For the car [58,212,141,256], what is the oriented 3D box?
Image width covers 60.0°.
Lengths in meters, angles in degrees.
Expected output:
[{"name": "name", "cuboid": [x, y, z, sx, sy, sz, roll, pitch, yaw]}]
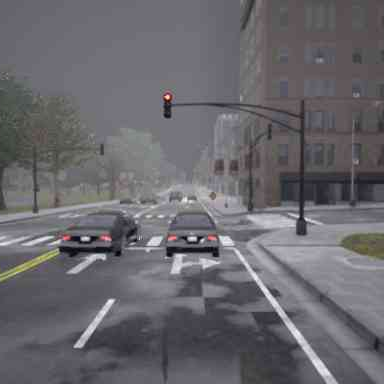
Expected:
[{"name": "car", "cuboid": [-3.214, 1.453, 12.593, 2.033, 1.411, 5.357, 0, 0, 0]}]

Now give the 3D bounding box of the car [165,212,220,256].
[{"name": "car", "cuboid": [0.035, 1.450, 12.599, 2.033, 1.411, 5.357, 0, 0, 0]}]

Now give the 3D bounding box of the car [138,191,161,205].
[{"name": "car", "cuboid": [-6.576, 0.907, 51.465, 2.150, 2.045, 5.566, 0, 0, 0]}]

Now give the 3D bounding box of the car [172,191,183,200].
[{"name": "car", "cuboid": [-3.235, 0.691, 76.232, 2.150, 2.045, 5.566, 0, 0, 0]}]

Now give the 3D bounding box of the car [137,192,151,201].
[{"name": "car", "cuboid": [-9.737, 0.931, 67.861, 2.097, 1.767, 4.553, 0, 0, 0]}]

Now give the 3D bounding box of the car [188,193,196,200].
[{"name": "car", "cuboid": [0.015, 0.966, 76.203, 1.837, 1.490, 4.892, 0, 0, 0]}]

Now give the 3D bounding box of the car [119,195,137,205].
[{"name": "car", "cuboid": [-9.825, 1.233, 51.524, 2.033, 1.411, 5.357, 0, 0, 0]}]

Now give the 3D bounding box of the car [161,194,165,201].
[{"name": "car", "cuboid": [-6.489, 1.124, 67.781, 1.812, 1.442, 4.674, 0, 0, 0]}]

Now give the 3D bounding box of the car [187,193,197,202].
[{"name": "car", "cuboid": [0.058, 1.129, 64.980, 1.837, 1.490, 4.892, 0, 0, 0]}]

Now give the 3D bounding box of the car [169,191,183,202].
[{"name": "car", "cuboid": [-3.201, 0.851, 64.370, 2.150, 2.045, 5.566, 0, 1, 1]}]
